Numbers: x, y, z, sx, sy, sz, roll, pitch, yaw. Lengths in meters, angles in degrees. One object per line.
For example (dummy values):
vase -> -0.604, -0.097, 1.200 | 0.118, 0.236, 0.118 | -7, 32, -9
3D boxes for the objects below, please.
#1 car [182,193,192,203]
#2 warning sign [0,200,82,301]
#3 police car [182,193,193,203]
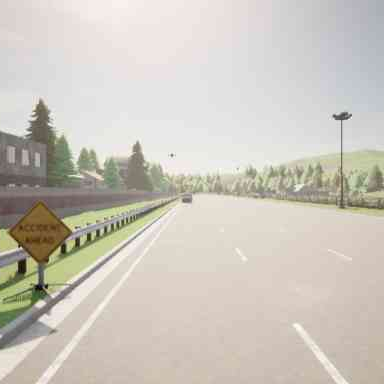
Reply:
car -> -1.053, 1.307, 76.758 | 2.150, 2.045, 5.566 | 0, 0, 0
warning sign -> -3.050, 1.099, 6.729 | 1.300, 1.860, 1.060 | 0, 0, 0
police car -> -1.050, 1.442, 66.839 | 1.930, 1.638, 5.238 | 0, 0, 0
